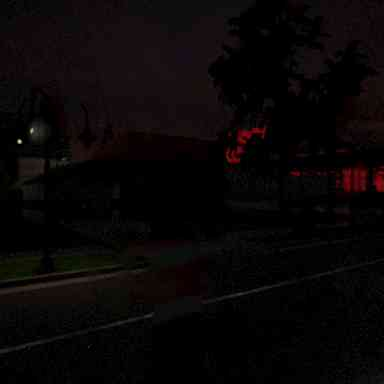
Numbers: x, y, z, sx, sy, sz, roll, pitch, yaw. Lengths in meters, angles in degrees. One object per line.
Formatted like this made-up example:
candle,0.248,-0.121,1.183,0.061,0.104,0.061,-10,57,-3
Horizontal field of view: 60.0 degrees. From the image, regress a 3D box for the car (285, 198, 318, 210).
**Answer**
car,14.622,1.536,45.223,1.882,1.535,5.008,0,0,-34
